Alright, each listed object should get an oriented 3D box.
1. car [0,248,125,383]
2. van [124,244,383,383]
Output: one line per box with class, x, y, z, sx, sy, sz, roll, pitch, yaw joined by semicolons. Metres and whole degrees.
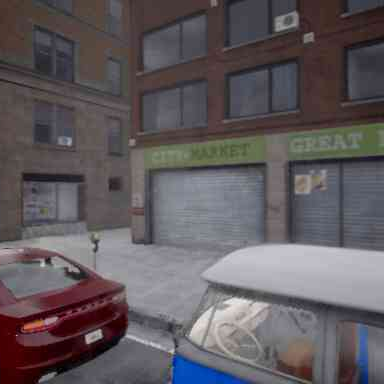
car;-2.967;1.550;5.142;4.507;1.381;1.887;0;0;35
van;1.669;1.320;1.895;3.998;1.788;1.690;0;0;35
